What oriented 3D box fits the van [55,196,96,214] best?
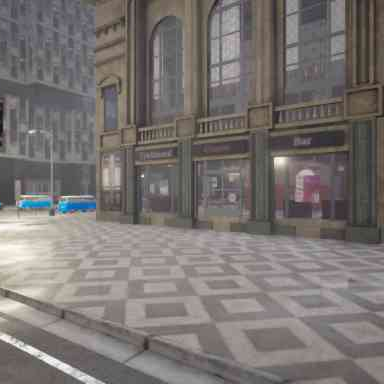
[{"bbox_3d":[-11.619,1.282,34.134,1.690,1.788,3.998,0,0,36],"label":"van"}]

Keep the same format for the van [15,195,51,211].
[{"bbox_3d":[-18.550,1.292,39.097,1.690,1.788,3.998,0,0,36],"label":"van"}]

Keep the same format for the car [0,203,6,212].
[{"bbox_3d":[-21.822,1.513,34.529,2.008,1.369,4.403,0,0,36],"label":"car"}]

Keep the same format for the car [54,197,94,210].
[{"bbox_3d":[-15.378,1.466,43.526,1.752,1.417,4.829,0,0,36],"label":"car"}]
